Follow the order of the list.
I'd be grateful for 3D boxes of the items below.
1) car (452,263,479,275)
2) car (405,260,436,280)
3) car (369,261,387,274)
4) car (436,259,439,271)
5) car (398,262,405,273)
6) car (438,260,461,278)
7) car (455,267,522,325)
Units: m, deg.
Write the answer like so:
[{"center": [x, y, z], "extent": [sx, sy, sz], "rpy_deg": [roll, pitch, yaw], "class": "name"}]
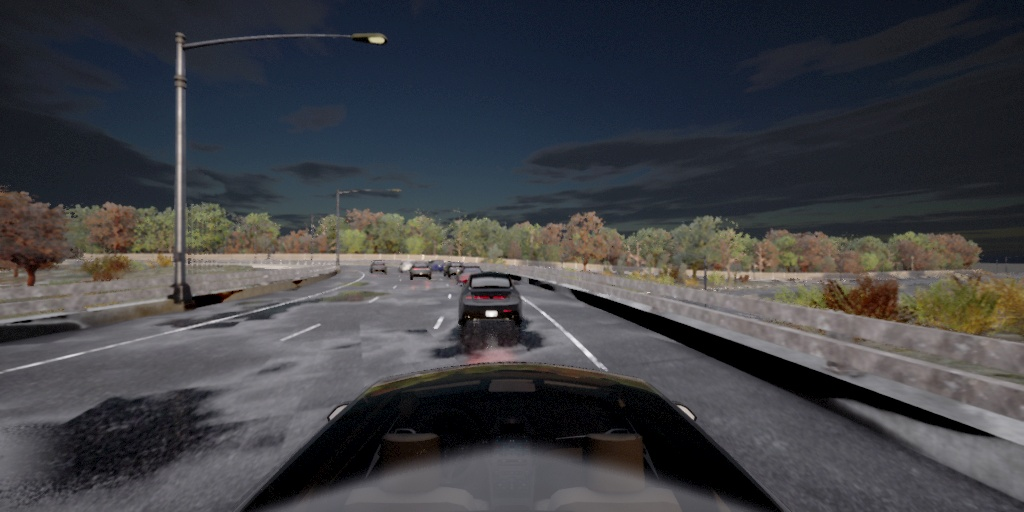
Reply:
[{"center": [-2.860, 1.393, 25.018], "extent": [1.994, 1.385, 4.181], "rpy_deg": [0, 0, -12], "class": "car"}, {"center": [-8.596, 1.353, 33.429], "extent": [2.128, 1.511, 4.902], "rpy_deg": [0, 0, -17], "class": "car"}, {"center": [-16.844, 1.405, 45.144], "extent": [2.128, 1.511, 4.902], "rpy_deg": [0, 0, -24], "class": "car"}, {"center": [-9.827, 1.259, 46.500], "extent": [2.097, 1.767, 4.553], "rpy_deg": [0, 0, -24], "class": "car"}, {"center": [-13.518, 1.437, 46.276], "extent": [1.812, 1.442, 4.674], "rpy_deg": [0, 0, -24], "class": "car"}, {"center": [-5.726, 1.358, 35.827], "extent": [2.128, 1.511, 4.902], "rpy_deg": [0, 0, -18], "class": "car"}, {"center": [-0.762, 1.291, 12.052], "extent": [1.837, 1.490, 4.892], "rpy_deg": [0, 0, -5], "class": "car"}]
